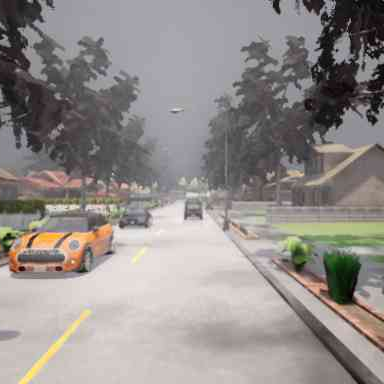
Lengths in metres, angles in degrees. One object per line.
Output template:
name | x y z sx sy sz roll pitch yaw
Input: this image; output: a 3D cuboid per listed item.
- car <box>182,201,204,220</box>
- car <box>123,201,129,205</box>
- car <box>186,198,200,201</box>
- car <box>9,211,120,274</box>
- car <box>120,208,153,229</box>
car | 0.133 1.957 33.301 1.837 1.490 4.892 0 -1 0
car | -16.519 2.299 72.420 5.357 1.415 2.033 0 -1 0
car | 0.127 1.815 43.595 2.150 2.045 5.566 0 -1 1
car | -4.061 1.502 11.163 2.097 1.767 4.553 0 -1 0
car | -4.028 1.896 24.587 1.994 1.385 4.181 0 -1 0
